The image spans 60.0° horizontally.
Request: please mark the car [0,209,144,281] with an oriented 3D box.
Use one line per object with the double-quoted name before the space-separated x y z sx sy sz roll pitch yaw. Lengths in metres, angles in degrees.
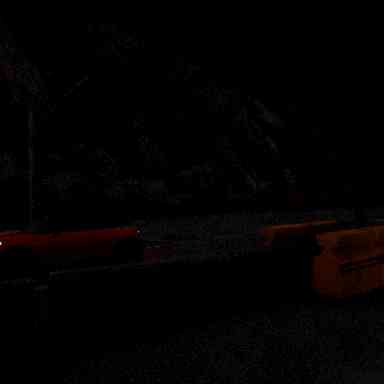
"car" -3.797 1.353 9.884 4.553 1.767 2.097 0 0 -35
